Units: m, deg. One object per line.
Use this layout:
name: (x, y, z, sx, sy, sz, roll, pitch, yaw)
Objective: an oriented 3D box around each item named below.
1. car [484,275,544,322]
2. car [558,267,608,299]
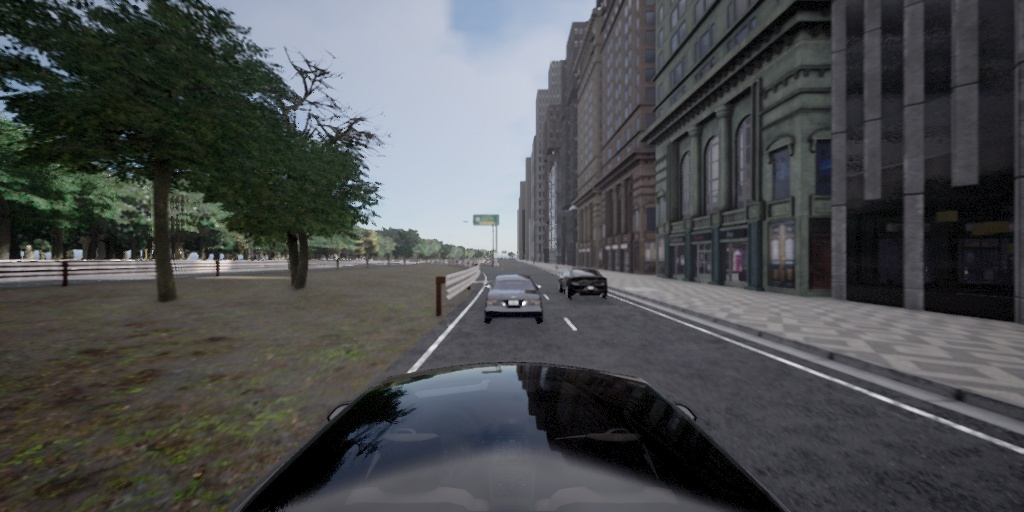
car: (0.062, 1.355, 12.475, 2.033, 1.411, 5.357, 0, 0, 0)
car: (3.586, 1.320, 18.814, 1.882, 1.535, 5.008, 0, 0, 0)
